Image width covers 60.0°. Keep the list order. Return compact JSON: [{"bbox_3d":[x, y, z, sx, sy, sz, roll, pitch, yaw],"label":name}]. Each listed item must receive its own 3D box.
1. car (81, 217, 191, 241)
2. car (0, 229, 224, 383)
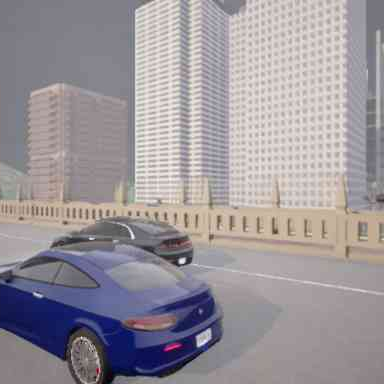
[{"bbox_3d":[-2.214,1.502,9.858,4.892,1.490,1.837,0,0,35],"label":"car"},{"bbox_3d":[-1.731,1.524,5.213,4.674,1.442,1.812,0,0,36],"label":"car"}]
